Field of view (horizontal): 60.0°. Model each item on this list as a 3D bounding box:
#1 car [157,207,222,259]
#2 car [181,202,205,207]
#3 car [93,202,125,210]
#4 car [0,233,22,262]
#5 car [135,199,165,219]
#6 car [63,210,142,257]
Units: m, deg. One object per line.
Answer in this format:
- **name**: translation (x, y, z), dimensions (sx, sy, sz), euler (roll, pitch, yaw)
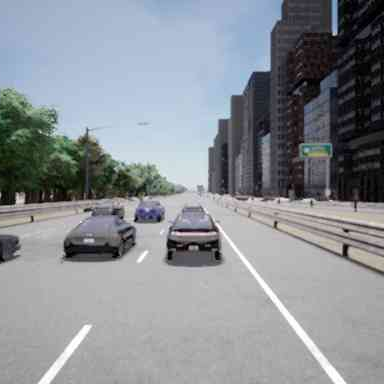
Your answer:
- **car**: translation (0.072, 1.530, 12.731), dimensions (2.128, 1.511, 4.902), euler (0, 0, 0)
- **car**: translation (0.080, 1.588, 27.986), dimensions (2.128, 1.511, 4.902), euler (0, 0, 0)
- **car**: translation (-6.920, 1.588, 27.999), dimensions (2.128, 1.511, 4.902), euler (0, 0, 0)
- **car**: translation (-6.952, 1.574, 9.285), dimensions (2.033, 1.411, 5.357), euler (0, 0, 1)
- **car**: translation (-3.422, 1.446, 27.690), dimensions (2.097, 1.767, 4.553), euler (0, 0, 0)
- **car**: translation (-3.424, 1.603, 13.086), dimensions (1.994, 1.385, 4.181), euler (0, 0, 0)
